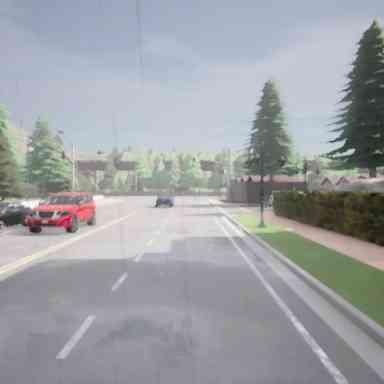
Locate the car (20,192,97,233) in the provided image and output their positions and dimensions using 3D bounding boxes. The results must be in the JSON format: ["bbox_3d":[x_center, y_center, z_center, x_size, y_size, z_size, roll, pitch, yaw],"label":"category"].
[{"bbox_3d":[-6.999,1.042,18.608,2.150,2.045,5.566,0,0,0],"label":"car"}]

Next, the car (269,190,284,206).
[{"bbox_3d":[11.020,0.861,35.269,5.566,2.045,2.150,0,0,3],"label":"car"}]

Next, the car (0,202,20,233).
[{"bbox_3d":[-10.504,1.327,18.172,2.128,1.511,4.902,0,0,0],"label":"car"}]

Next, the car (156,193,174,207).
[{"bbox_3d":[-3.398,0.965,42.397,2.097,1.767,4.553,0,0,0],"label":"car"}]
